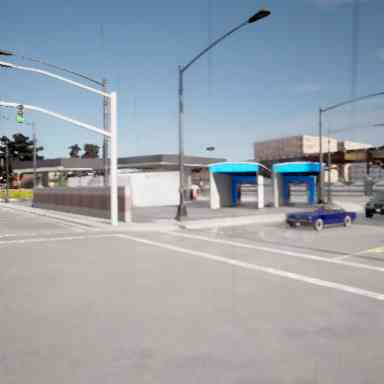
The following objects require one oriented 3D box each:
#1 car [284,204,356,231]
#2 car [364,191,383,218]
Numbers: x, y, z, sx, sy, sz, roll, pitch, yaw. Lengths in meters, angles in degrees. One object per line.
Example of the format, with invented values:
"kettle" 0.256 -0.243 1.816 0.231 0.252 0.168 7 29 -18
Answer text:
"car" 7.504 1.410 19.379 4.718 1.301 1.895 -1 1 -37
"car" 15.278 0.925 25.740 5.566 2.045 2.150 -1 1 -45
